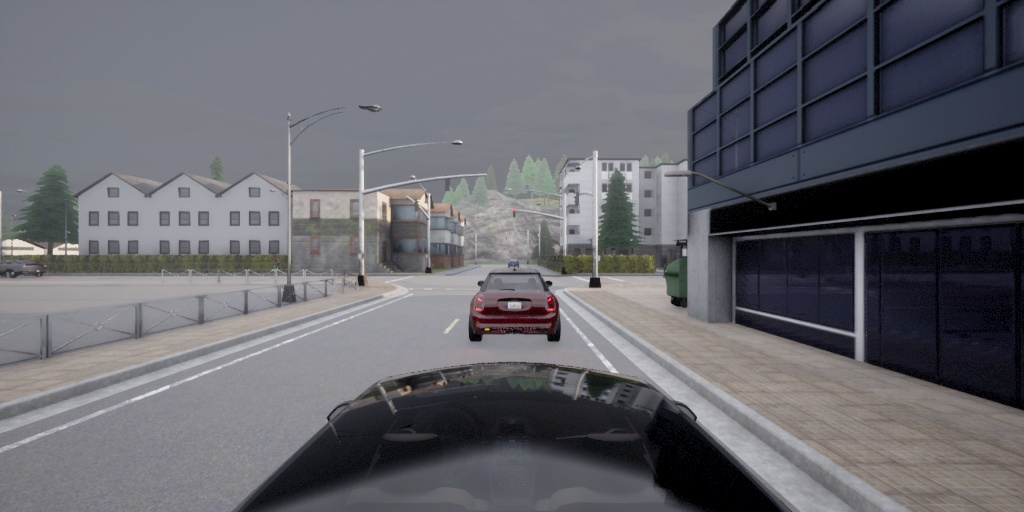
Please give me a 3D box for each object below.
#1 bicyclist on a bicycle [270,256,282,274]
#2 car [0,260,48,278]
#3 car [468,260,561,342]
[{"bbox_3d":[-22.227,0.871,33.802,0.582,1.620,1.656,0,0,0],"label":"bicyclist on a bicycle"},{"bbox_3d":[-42.115,1.062,30.041,4.902,1.511,2.128,0,0,0],"label":"car"},{"bbox_3d":[0.081,1.101,9.970,2.097,1.767,4.553,0,0,1],"label":"car"}]
